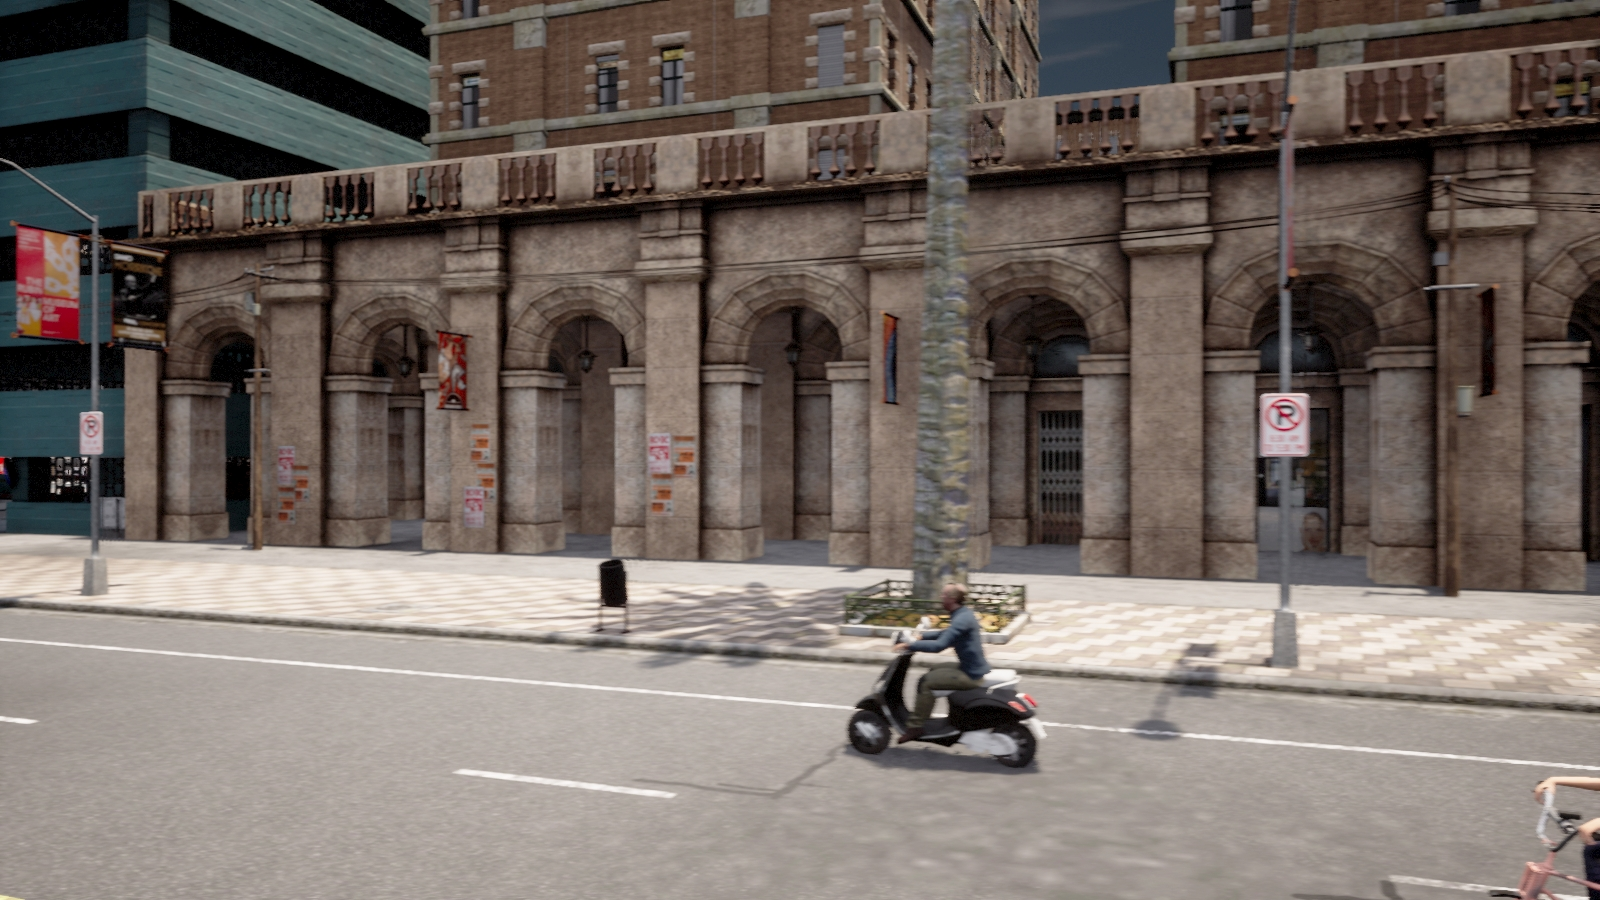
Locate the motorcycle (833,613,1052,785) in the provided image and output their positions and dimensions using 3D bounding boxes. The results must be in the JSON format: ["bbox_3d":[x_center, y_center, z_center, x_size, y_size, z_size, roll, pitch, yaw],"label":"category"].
[{"bbox_3d":[1.287,2.182,10.267,1.805,1.236,0.856,0,0,20],"label":"motorcycle"}]
